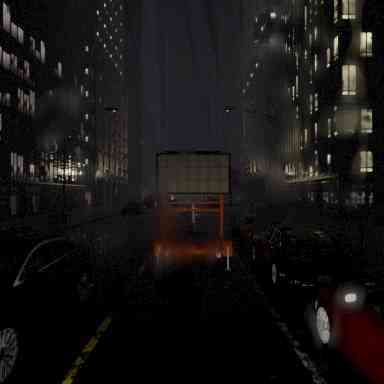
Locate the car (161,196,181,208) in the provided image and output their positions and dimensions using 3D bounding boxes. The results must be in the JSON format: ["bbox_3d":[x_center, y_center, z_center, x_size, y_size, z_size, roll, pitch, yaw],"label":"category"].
[{"bbox_3d":[-2.904,1.563,46.356,1.895,1.301,4.718,0,0,0],"label":"car"}]

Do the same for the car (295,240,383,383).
[{"bbox_3d":[2.710,1.545,3.332,1.887,1.381,4.507,0,0,0],"label":"car"}]

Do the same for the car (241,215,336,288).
[{"bbox_3d":[2.734,1.550,9.006,2.008,1.369,4.403,0,0,0],"label":"car"}]

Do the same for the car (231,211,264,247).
[{"bbox_3d":[2.759,1.522,14.853,1.752,1.417,4.829,0,0,0],"label":"car"}]

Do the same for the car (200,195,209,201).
[{"bbox_3d":[3.046,1.445,82.779,1.947,1.339,4.313,1,0,0],"label":"car"}]

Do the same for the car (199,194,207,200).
[{"bbox_3d":[3.094,1.389,94.129,1.887,1.381,4.507,1,0,0],"label":"car"}]

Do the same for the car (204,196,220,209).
[{"bbox_3d":[2.878,1.533,43.057,1.947,1.339,4.313,0,0,0],"label":"car"}]

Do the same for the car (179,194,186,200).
[{"bbox_3d":[-2.626,1.339,88.797,1.882,1.535,5.008,0,0,0],"label":"car"}]

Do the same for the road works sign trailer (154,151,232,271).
[{"bbox_3d":[0.046,0.463,10.928,2.380,3.560,2.880,0,0,0],"label":"road works sign trailer"}]

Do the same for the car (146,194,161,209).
[{"bbox_3d":[-5.502,1.407,43.105,1.967,1.590,4.097,0,0,0],"label":"car"}]

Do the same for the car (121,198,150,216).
[{"bbox_3d":[-5.551,1.527,31.752,1.887,1.381,4.507,0,0,0],"label":"car"}]

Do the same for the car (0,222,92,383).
[{"bbox_3d":[-3.077,1.491,5.337,2.128,1.511,4.902,0,0,0],"label":"car"}]

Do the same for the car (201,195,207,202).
[{"bbox_3d":[2.926,1.530,54.406,1.802,1.307,4.206,1,0,0],"label":"car"}]

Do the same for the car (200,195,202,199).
[{"bbox_3d":[2.950,1.519,60.080,1.802,1.307,4.206,1,0,0],"label":"car"}]

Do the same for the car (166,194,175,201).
[{"bbox_3d":[-5.333,1.320,82.833,1.967,1.590,4.097,1,0,0],"label":"car"}]

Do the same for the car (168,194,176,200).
[{"bbox_3d":[-5.311,1.388,88.339,1.752,1.417,4.829,1,0,0],"label":"car"}]

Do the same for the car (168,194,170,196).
[{"bbox_3d":[-5.431,1.519,60.130,1.802,1.307,4.206,1,0,0],"label":"car"}]

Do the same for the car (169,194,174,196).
[{"bbox_3d":[-5.380,1.226,71.482,2.192,1.841,5.009,1,0,0],"label":"car"}]
